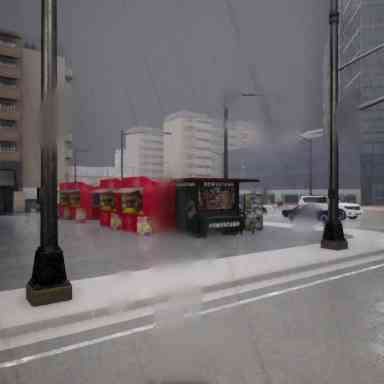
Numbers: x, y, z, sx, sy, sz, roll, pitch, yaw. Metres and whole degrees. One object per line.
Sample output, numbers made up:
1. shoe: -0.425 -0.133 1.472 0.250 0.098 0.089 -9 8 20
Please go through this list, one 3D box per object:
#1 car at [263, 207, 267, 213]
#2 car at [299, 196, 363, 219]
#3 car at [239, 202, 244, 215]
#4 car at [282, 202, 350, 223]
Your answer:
1. car: 5.984 1.789 37.717 2.033 1.411 5.357 0 -1 -36
2. car: 12.005 1.339 29.426 2.150 2.045 5.566 0 -1 -36
3. car: 3.994 1.769 34.494 2.033 1.411 5.357 0 -1 -37
4. car: 9.676 1.707 26.696 1.895 1.301 4.718 0 -1 -37
